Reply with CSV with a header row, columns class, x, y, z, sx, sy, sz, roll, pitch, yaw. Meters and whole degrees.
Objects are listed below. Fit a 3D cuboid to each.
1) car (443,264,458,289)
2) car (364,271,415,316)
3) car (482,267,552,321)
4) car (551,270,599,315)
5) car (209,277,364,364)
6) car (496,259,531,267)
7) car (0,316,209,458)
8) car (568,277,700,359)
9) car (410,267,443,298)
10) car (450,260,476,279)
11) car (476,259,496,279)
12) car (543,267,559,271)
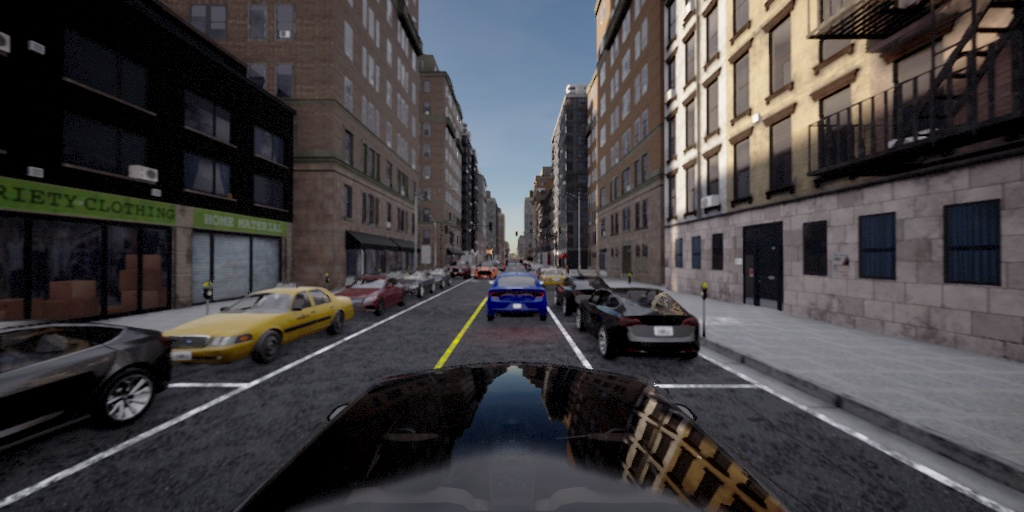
class,x,y,z,sx,sy,sz,roll,pitch,yaw
car,-5.254,1.468,24.656,2.007,1.370,4.403,0,0,0
car,-5.321,1.422,13.831,1.802,1.307,4.207,0,0,0
car,0.162,1.312,12.873,1.882,1.535,5.008,0,0,0
car,2.704,1.407,13.772,1.948,1.339,4.313,0,0,0
car,-5.355,1.325,8.248,1.751,1.417,4.829,0,0,0
car,0.233,1.267,24.160,2.097,1.767,4.553,0,0,0
car,-5.388,1.325,3.006,1.948,1.339,4.313,0,0,0
car,2.670,1.366,8.359,1.948,1.339,4.313,0,0,0
car,-5.287,1.430,19.244,2.007,1.370,4.403,0,0,0
car,-5.187,1.307,35.481,2.192,1.841,5.009,0,0,0
car,-2.548,1.346,35.845,2.097,1.767,4.553,0,0,0
car,2.772,1.443,24.768,1.751,1.417,4.829,0,0,0
